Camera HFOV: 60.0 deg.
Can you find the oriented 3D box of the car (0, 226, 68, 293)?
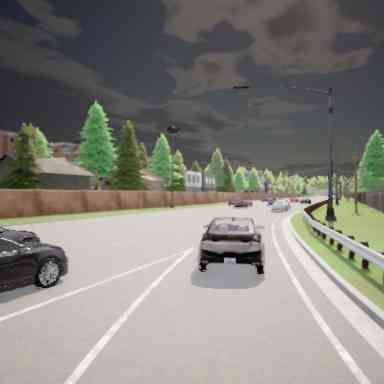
[{"bbox_3d":[-4.792,1.529,6.889,1.837,1.490,4.892,0,-1,24],"label":"car"}]

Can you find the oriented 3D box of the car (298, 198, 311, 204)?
[{"bbox_3d":[25.485,2.029,74.600,1.895,1.301,4.718,0,0,24],"label":"car"}]

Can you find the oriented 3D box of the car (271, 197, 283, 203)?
[{"bbox_3d":[20.792,1.935,81.241,1.882,1.535,5.008,0,0,24],"label":"car"}]

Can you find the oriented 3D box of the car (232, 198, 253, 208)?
[{"bbox_3d":[8.421,1.890,53.424,1.895,1.301,4.718,0,0,24],"label":"car"}]

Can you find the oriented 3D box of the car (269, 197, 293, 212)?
[{"bbox_3d":[11.771,1.774,43.794,1.812,1.442,4.674,0,-1,24],"label":"car"}]

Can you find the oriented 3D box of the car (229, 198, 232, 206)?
[{"bbox_3d":[8.213,1.820,61.512,2.128,1.511,4.902,0,0,24],"label":"car"}]

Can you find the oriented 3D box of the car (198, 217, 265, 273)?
[{"bbox_3d":[1.355,1.552,10.942,2.128,1.511,4.902,0,0,9],"label":"car"}]

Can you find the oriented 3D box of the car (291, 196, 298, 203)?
[{"bbox_3d":[26.020,1.840,84.343,2.097,1.767,4.553,0,0,24],"label":"car"}]

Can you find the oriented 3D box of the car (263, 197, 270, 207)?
[{"bbox_3d":[14.600,1.820,58.646,2.128,1.511,4.902,0,0,24],"label":"car"}]
